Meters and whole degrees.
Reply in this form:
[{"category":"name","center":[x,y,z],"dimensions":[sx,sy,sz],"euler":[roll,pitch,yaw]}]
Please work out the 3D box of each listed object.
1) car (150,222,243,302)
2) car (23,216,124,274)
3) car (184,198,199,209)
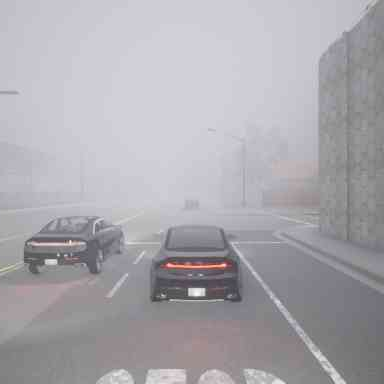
[{"category":"car","center":[0.078,1.504,8.241],"dimensions":[1.837,1.490,4.892],"euler":[0,0,0]},{"category":"car","center":[-3.430,1.491,10.509],"dimensions":[2.128,1.511,4.902],"euler":[0,0,0]},{"category":"car","center":[-0.026,1.489,44.224],"dimensions":[2.128,1.511,4.902],"euler":[0,0,0]}]
